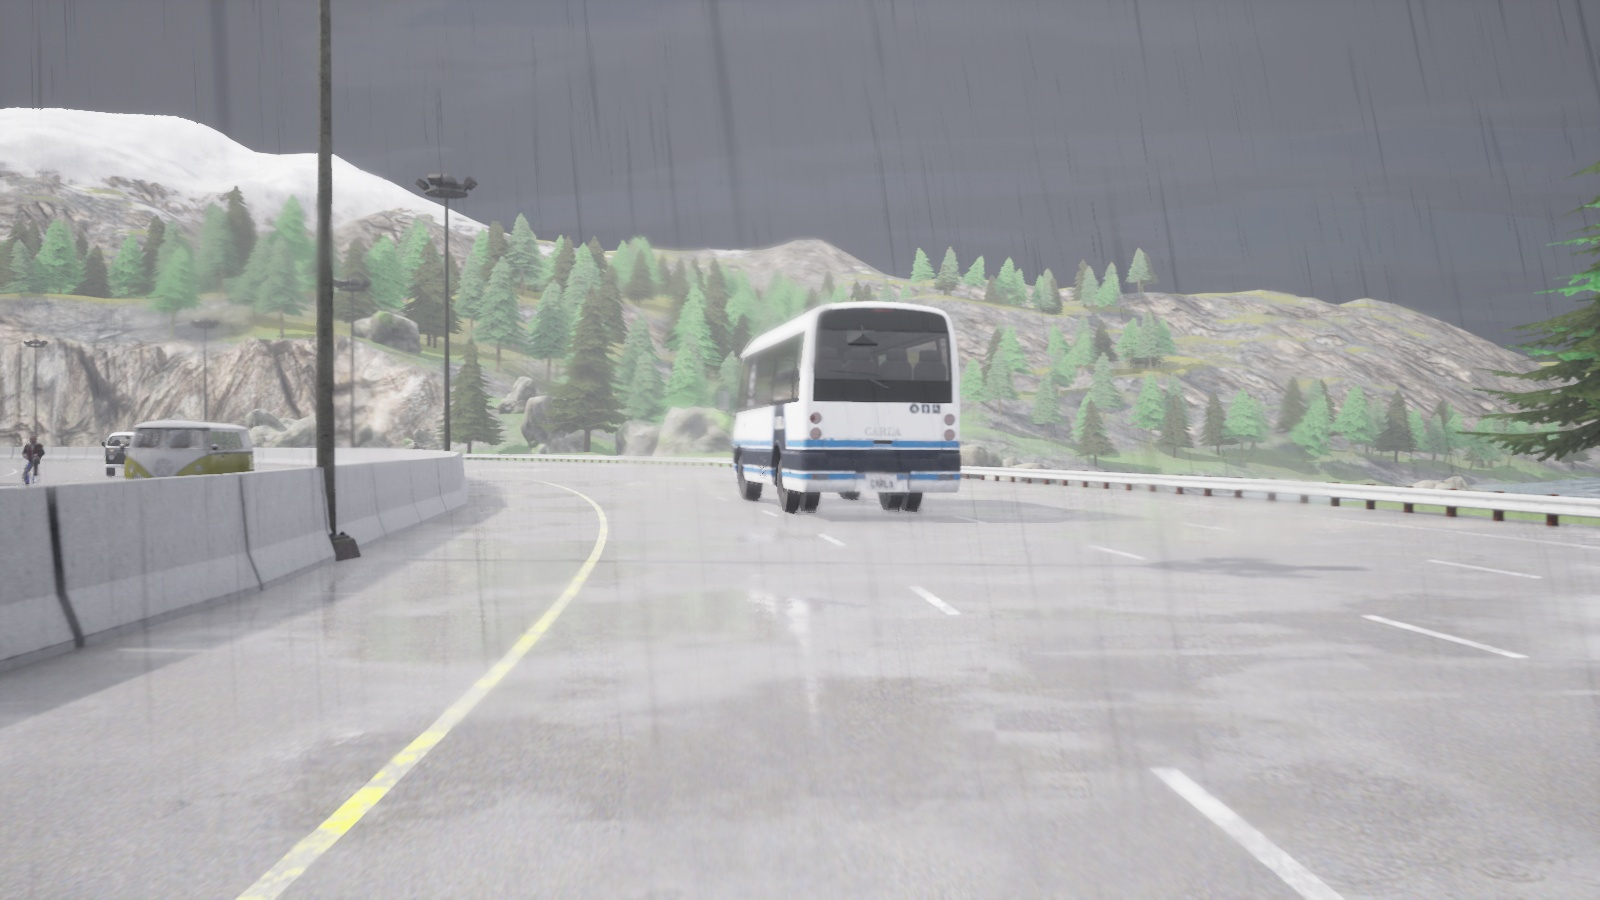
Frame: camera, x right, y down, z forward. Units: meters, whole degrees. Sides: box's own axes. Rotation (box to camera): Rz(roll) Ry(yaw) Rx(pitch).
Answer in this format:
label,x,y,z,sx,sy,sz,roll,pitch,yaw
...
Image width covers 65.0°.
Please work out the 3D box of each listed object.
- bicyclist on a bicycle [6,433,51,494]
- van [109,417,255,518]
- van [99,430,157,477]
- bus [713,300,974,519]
label,x,y,z,sx,sy,sz,roll,pitch,yaw
bicyclist on a bicycle,-23.026,0.395,37.505,0.659,1.776,1.843,-1,0,-17
van,-13.263,0.339,27.233,1.775,1.987,4.442,0,0,-12
van,-30.422,0.136,56.947,2.069,2.038,4.480,0,0,-25
bus,0.553,-0.797,29.752,3.944,4.253,10.273,1,0,-11
